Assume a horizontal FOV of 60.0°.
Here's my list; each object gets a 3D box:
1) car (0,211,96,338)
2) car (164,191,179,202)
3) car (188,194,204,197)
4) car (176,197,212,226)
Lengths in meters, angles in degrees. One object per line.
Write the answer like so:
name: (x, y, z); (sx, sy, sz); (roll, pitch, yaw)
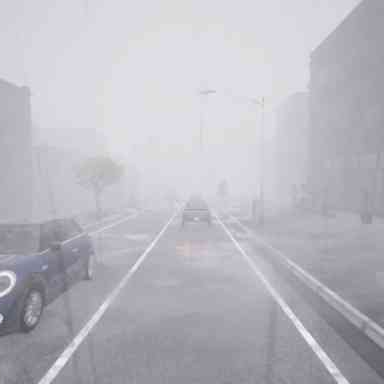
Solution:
car: (-3.546, 1.325, 6.725); (2.097, 1.767, 4.553); (0, 0, 1)
car: (-3.096, 0.639, 50.611); (2.097, 1.767, 4.553); (0, 1, 1)
car: (0.487, 0.970, 42.355); (2.128, 1.511, 4.902); (0, 1, 1)
car: (0.297, 1.335, 21.966); (2.128, 1.511, 4.902); (0, 1, 1)
